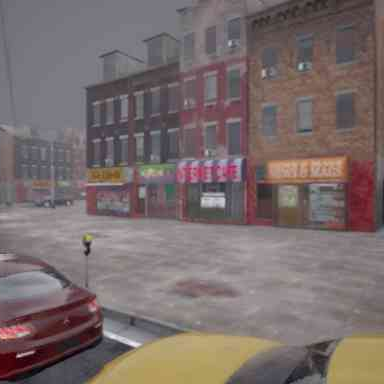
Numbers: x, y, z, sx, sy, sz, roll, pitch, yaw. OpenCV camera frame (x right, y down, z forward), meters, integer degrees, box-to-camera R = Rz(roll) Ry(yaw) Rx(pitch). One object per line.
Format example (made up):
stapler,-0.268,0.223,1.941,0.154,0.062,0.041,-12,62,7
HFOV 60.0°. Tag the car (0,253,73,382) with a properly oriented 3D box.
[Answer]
car,-3.108,1.603,5.020,4.206,1.307,1.802,0,0,35

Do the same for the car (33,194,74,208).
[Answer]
car,-16.695,1.013,40.169,1.837,1.490,4.892,0,2,35

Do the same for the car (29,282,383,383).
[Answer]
car,1.206,1.525,1.946,4.829,1.417,1.752,0,0,35
